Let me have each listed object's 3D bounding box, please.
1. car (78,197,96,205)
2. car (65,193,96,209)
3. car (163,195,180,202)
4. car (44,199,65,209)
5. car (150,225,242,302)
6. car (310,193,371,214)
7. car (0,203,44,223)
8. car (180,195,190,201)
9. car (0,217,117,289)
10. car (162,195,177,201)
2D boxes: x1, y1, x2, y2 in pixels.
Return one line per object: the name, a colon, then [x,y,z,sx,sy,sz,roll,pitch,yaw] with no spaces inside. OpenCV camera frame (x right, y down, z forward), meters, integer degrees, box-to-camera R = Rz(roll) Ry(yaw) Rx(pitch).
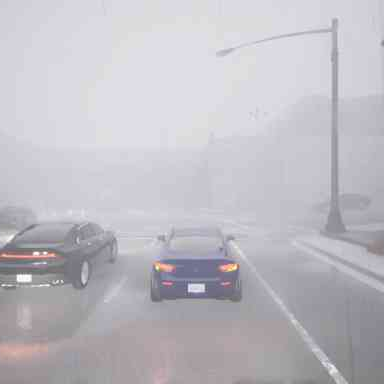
car: [-18.469,1.564,58.828,1.994,1.385,4.181,0,0,-1]
car: [-14.692,1.222,44.831,2.150,2.045,5.566,0,0,-1]
car: [-4.566,1.355,75.360,2.097,1.767,4.553,0,0,6]
car: [-18.174,1.600,44.223,1.895,1.301,4.718,0,0,-1]
car: [0.096,1.526,8.154,1.812,1.442,4.674,0,0,0]
car: [12.560,0.891,28.306,4.892,1.490,1.837,-7,0,0]
car: [-10.816,1.547,20.154,2.033,1.411,5.357,0,0,-13]
car: [-2.043,1.524,84.991,1.812,1.442,4.674,0,0,24]
car: [-3.393,1.505,9.169,1.837,1.490,4.892,0,0,0]
car: [-5.726,1.552,85.211,1.994,1.385,4.181,0,0,24]
